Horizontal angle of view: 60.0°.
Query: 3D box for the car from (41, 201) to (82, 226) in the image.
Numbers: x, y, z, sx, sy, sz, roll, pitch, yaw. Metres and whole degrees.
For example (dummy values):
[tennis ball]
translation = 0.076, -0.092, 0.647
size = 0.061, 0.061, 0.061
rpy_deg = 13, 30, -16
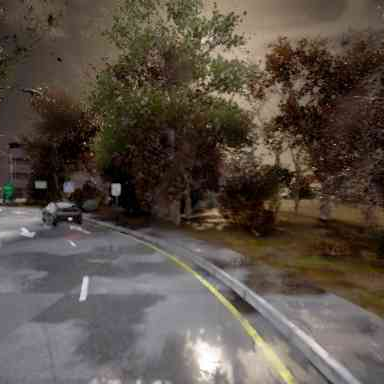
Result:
[car]
translation = -9.101, 1.394, 23.098
size = 1.837, 1.490, 4.892
rpy_deg = 0, 2, -35
